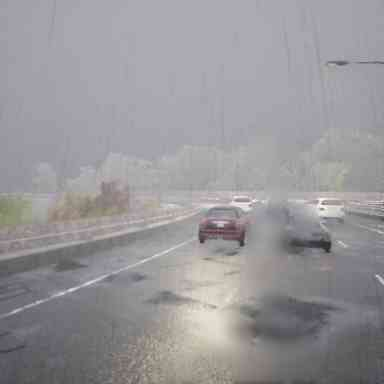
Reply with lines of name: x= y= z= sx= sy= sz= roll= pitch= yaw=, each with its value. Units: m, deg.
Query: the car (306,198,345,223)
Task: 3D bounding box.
car: x=11.492 y=1.557 z=28.916 sx=2.150 sy=2.045 sz=5.566 roll=1 pitch=0 yaw=8

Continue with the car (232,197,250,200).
car: x=5.173 y=1.510 z=35.421 sx=2.150 sy=2.045 sz=5.566 roll=1 pitch=0 yaw=5

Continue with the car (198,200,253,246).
car: x=1.795 y=1.476 z=16.437 sx=2.097 sy=1.767 sz=4.553 roll=1 pitch=0 yaw=15

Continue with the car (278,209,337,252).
car: x=5.027 y=1.724 z=14.998 sx=1.994 sy=1.385 sz=4.181 roll=1 pitch=0 yaw=15

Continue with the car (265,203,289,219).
car: x=8.422 y=1.823 z=32.933 sx=1.837 sy=1.490 sz=4.892 roll=1 pitch=0 yaw=6
